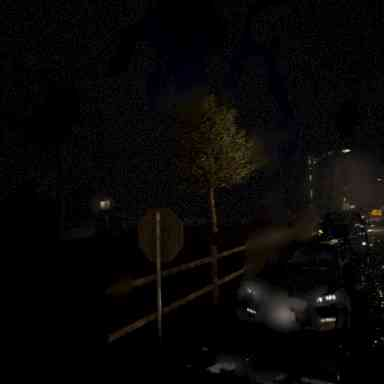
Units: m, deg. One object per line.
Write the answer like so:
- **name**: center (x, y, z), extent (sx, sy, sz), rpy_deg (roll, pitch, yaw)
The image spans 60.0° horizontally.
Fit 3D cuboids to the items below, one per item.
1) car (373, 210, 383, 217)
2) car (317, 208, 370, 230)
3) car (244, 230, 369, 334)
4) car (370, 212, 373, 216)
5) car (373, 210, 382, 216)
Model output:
- **car**: center (41.359, 4.791, 74.169), extent (1.882, 1.535, 5.008), rpy_deg (-4, -5, 30)
- **car**: center (7.878, 1.978, 17.247), extent (2.150, 2.045, 5.566), rpy_deg (-4, -4, 27)
- **car**: center (2.726, 1.867, 7.669), extent (2.128, 1.511, 4.902), rpy_deg (-4, -4, 29)
- **car**: center (20.097, 2.949, 39.917), extent (2.150, 2.045, 5.566), rpy_deg (-4, -4, 28)
- **car**: center (46.391, 5.175, 83.265), extent (1.994, 1.385, 4.181), rpy_deg (-4, -5, 28)
